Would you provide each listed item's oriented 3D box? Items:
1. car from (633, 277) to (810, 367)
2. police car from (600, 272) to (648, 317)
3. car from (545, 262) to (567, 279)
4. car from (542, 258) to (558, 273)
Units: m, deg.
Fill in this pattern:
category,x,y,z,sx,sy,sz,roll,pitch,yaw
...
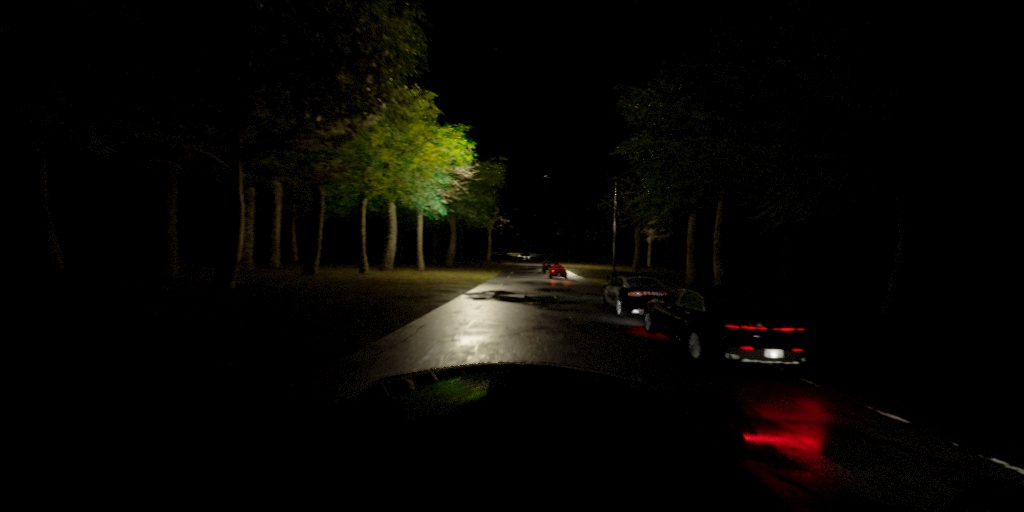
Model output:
category,x,y,z,sx,sy,sz,roll,pitch,yaw
car,4.707,1.493,8.719,1.837,1.490,4.892,2,-1,2
police car,4.964,1.477,14.826,1.930,1.638,5.238,2,-1,2
car,4.983,1.695,39.395,1.812,1.442,4.674,2,0,3
car,5.405,1.325,50.341,2.150,2.045,5.566,2,1,2
